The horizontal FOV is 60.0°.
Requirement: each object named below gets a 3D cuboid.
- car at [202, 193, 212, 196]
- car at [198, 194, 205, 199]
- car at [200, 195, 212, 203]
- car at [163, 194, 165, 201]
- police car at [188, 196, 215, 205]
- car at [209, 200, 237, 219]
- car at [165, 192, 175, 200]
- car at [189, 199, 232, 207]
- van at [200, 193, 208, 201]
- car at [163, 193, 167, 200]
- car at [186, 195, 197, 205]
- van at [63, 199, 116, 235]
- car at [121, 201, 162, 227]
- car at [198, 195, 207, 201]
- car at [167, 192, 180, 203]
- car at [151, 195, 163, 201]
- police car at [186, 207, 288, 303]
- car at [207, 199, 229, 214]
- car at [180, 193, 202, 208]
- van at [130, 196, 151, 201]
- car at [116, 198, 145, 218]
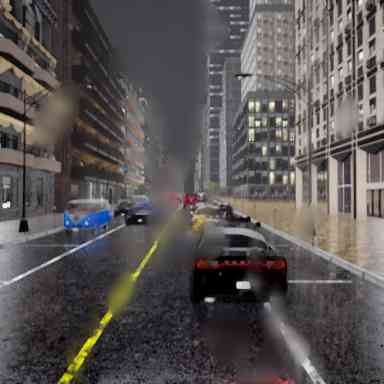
[{"bbox_3d":[2.656,1.175,58.124,2.192,1.841,5.009,1,0,0],"label":"car"},{"bbox_3d":[2.588,1.325,92.311,1.802,1.307,4.206,1,0,0],"label":"car"},{"bbox_3d":[2.647,1.392,63.822,2.008,1.369,4.403,1,0,0],"label":"car"},{"bbox_3d":[-5.724,1.459,52.535,1.802,1.307,4.206,1,0,0],"label":"car"},{"bbox_3d":[0.877,1.377,24.365,1.930,1.638,5.238,0,0,0],"label":"police car"},{"bbox_3d":[2.677,1.491,29.634,2.008,1.369,4.403,1,0,0],"label":"car"},{"bbox_3d":[-5.749,1.079,86.727,2.192,1.841,5.009,1,0,0],"label":"car"},{"bbox_3d":[0.882,1.420,18.445,1.801,1.575,5.366,0,0,0],"label":"car"},{"bbox_3d":[2.650,1.145,75.217,1.690,1.788,3.998,1,0,0],"label":"van"},{"bbox_3d":[-5.739,1.119,75.331,2.192,1.841,5.009,1,0,0],"label":"car"},{"bbox_3d":[-0.054,1.363,58.704,1.837,1.490,4.892,0,0,0],"label":"car"},{"bbox_3d":[-5.689,1.306,18.342,1.690,1.788,3.998,1,0,0],"label":"van"},{"bbox_3d":[-3.120,1.521,21.996,1.994,1.385,4.181,0,0,0],"label":"car"},{"bbox_3d":[2.607,1.350,80.915,1.947,1.339,4.313,1,0,0],"label":"car"},{"bbox_3d":[-3.107,1.063,63.699,2.150,2.045,5.566,0,0,1],"label":"car"},{"bbox_3d":[-5.718,1.445,46.838,2.008,1.369,4.403,1,0,0],"label":"car"},{"bbox_3d":[0.891,1.410,8.362,1.930,1.638,5.238,0,0,0],"label":"police car"},{"bbox_3d":[2.672,1.477,35.331,2.008,1.369,4.403,1,0,0],"label":"car"},{"bbox_3d":[-0.032,1.120,45.673,2.150,2.045,5.566,0,0,1],"label":"car"},{"bbox_3d":[-5.704,1.267,35.440,1.690,1.788,3.998,1,0,0],"label":"van"},{"bbox_3d":[-5.704,1.506,29.743,1.947,1.339,4.313,1,0,0],"label":"car"}]
